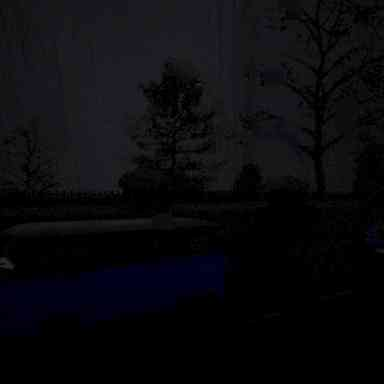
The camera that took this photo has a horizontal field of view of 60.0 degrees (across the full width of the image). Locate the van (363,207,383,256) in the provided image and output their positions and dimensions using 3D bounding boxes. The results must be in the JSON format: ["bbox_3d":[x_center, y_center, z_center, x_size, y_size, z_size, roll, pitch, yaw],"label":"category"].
[{"bbox_3d":[7.905,1.434,12.199,3.998,1.788,1.690,0,0,-35],"label":"van"}]

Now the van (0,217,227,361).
[{"bbox_3d":[-1.262,1.356,5.659,3.998,1.788,1.690,0,0,-36],"label":"van"}]
